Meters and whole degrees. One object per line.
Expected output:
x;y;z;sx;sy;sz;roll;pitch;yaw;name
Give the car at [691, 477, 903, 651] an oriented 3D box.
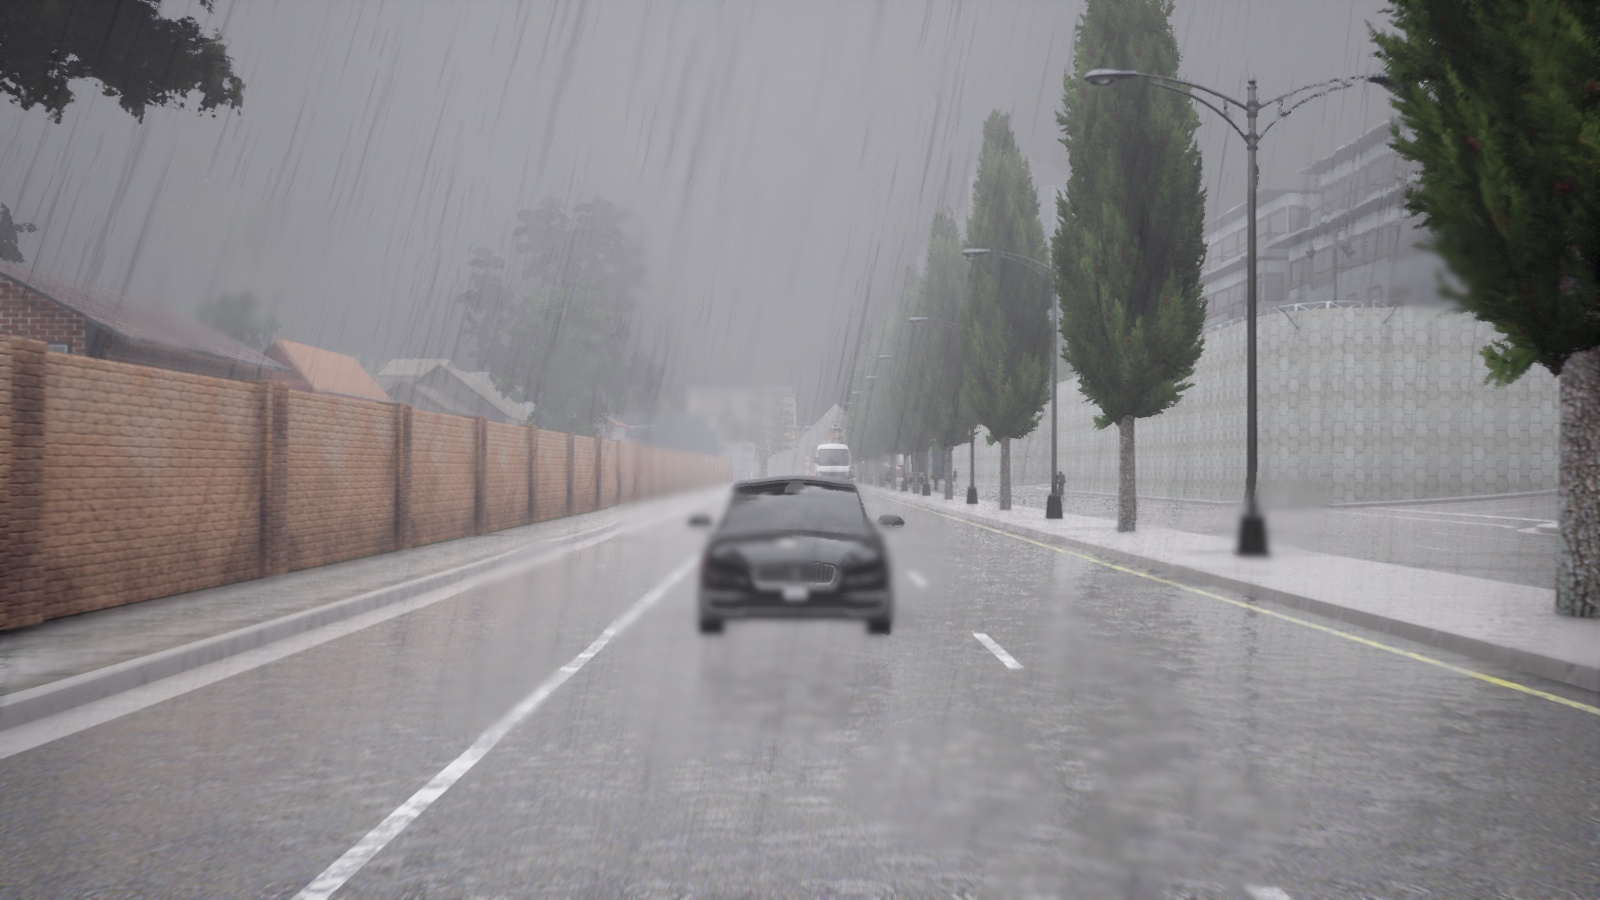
-0.032;1.044;13.406;1.837;1.490;4.892;0;-1;0;car
